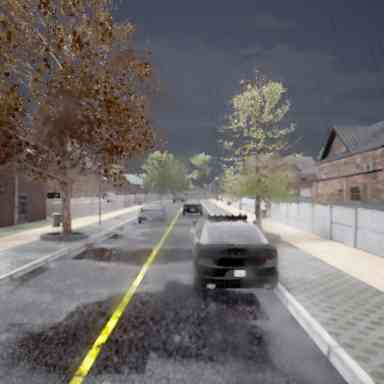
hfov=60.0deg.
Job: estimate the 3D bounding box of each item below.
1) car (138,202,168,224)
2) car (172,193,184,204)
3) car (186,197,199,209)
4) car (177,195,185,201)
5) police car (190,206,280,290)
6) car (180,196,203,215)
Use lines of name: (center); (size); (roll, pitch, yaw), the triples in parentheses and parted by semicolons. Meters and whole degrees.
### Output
car: (-2.836, 1.522, 24.733); (1.812, 1.442, 4.674); (0, 0, 0)
car: (-2.724, 1.248, 66.558); (2.150, 2.045, 5.566); (0, 0, 0)
car: (0.072, 1.528, 47.419); (1.812, 1.442, 4.674); (0, 0, 1)
car: (-2.711, 1.528, 84.152); (1.882, 1.535, 5.008); (0, 0, 0)
police car: (0.967, 1.423, 9.244); (1.930, 1.638, 5.238); (0, 0, 0)
car: (0.075, 1.475, 33.247); (1.882, 1.535, 5.008); (0, 0, 0)
